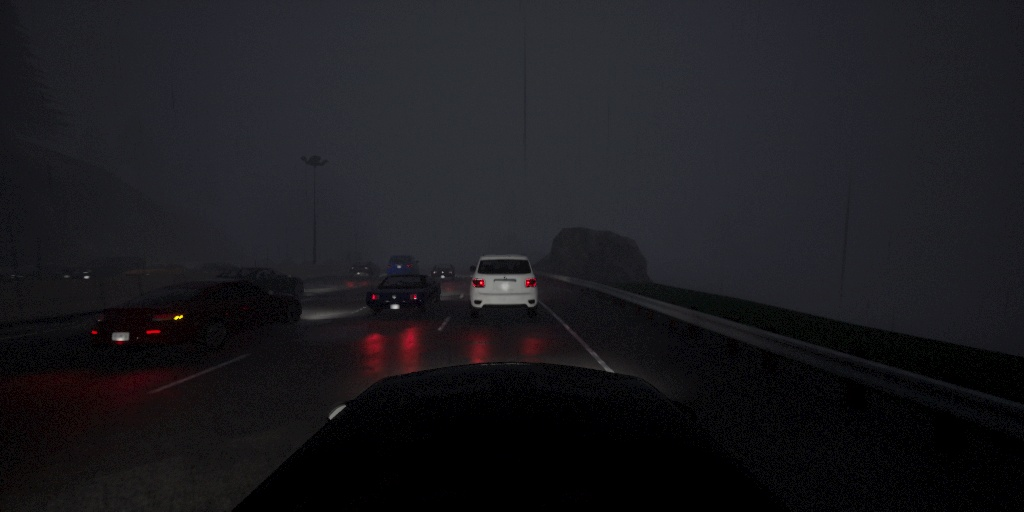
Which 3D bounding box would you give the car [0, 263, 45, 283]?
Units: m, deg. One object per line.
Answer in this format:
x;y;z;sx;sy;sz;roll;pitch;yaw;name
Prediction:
-33.570;1.276;25.616;1.882;1.535;5.008;0;0;-9;car

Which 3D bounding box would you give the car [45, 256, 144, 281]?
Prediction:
-30.183;1.011;26.693;2.150;2.045;5.566;0;0;-9;car

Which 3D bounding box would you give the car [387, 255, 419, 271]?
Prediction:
-9.513;0.963;31.528;2.150;2.045;5.566;0;0;-9;car

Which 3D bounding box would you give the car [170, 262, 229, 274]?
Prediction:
-23.306;1.266;27.865;2.128;1.511;4.902;0;0;-9;car

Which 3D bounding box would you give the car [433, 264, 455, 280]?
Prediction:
-5.806;1.336;30.550;1.895;1.301;4.718;0;0;-9;car

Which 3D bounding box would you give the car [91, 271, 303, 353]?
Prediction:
-7.154;1.284;8.783;1.812;1.442;4.674;0;0;-2;car

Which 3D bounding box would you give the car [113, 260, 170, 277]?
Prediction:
-26.759;1.260;27.313;1.882;1.535;5.008;0;0;-9;car

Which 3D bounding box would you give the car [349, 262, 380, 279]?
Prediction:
-13.223;1.241;32.356;2.128;1.511;4.902;0;0;-10;car

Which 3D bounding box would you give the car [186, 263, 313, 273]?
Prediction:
-11.105;1.252;15.789;2.128;1.511;4.902;0;0;-5;car

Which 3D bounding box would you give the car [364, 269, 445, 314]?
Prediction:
-3.917;1.348;13.793;1.895;1.301;4.718;0;0;-4;car

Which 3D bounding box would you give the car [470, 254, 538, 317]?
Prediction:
-0.374;0.961;13.236;2.150;2.045;5.566;0;0;-4;car
